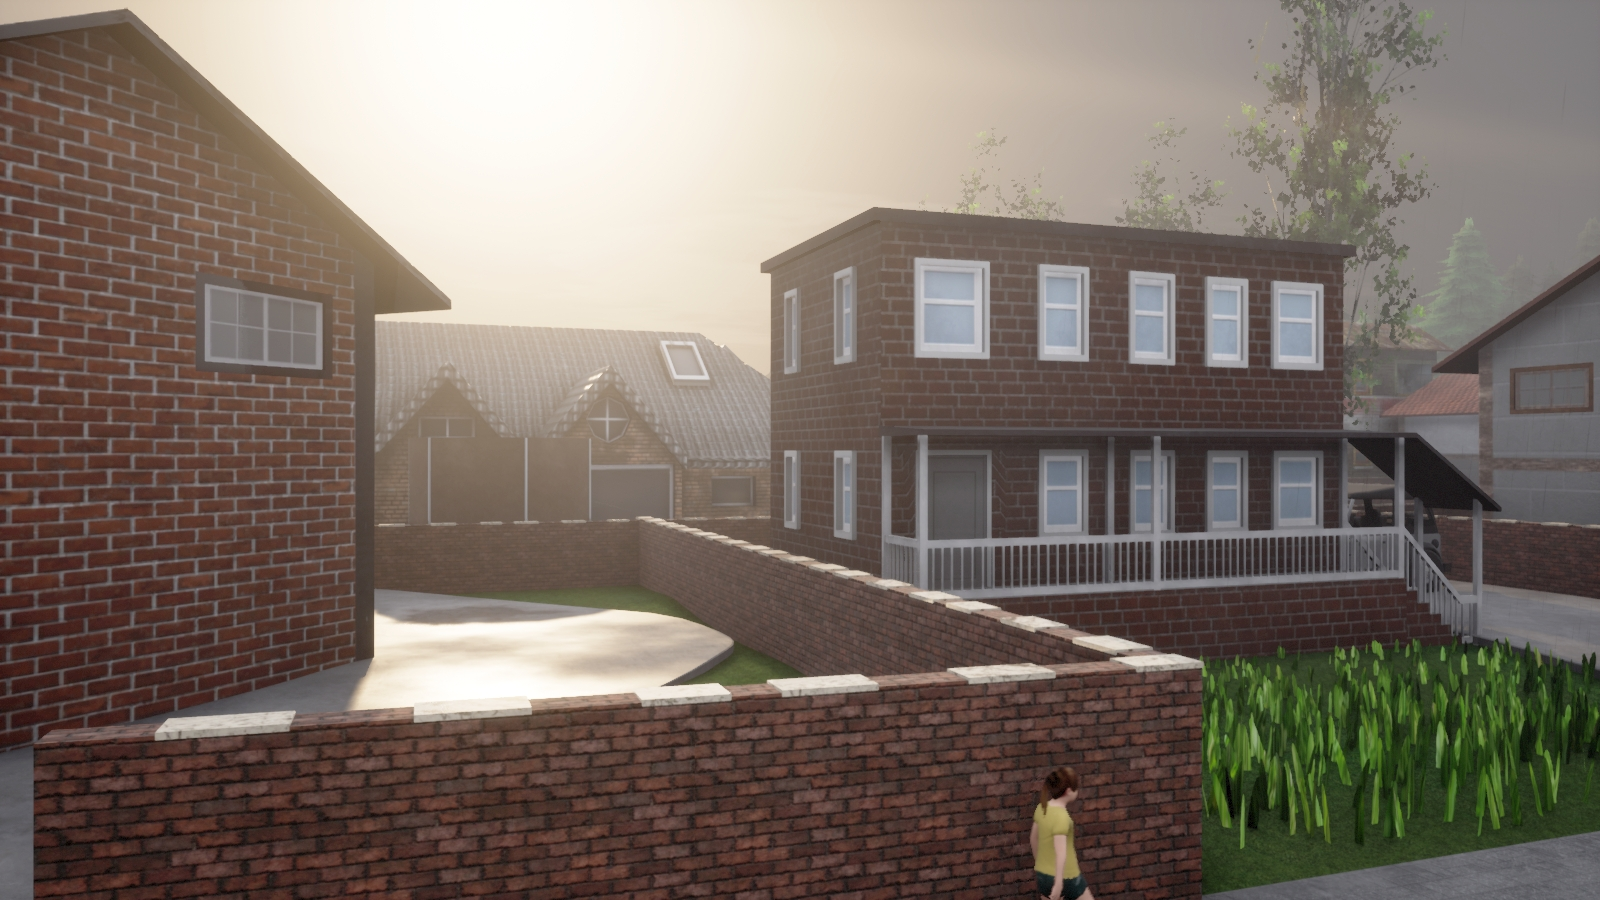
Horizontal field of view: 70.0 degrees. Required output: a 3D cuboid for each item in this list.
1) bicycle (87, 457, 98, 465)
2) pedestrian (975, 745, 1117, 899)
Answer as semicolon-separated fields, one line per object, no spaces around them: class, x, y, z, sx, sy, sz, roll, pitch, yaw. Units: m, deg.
bicycle;-133.698;2.025;215.970;1.643;1.496;0.373;0;0;-20
pedestrian;1.233;2.126;5.765;0.500;1.100;0.500;0;0;-24
